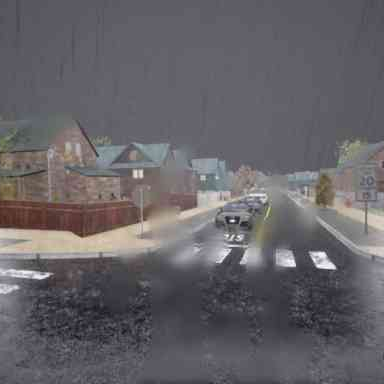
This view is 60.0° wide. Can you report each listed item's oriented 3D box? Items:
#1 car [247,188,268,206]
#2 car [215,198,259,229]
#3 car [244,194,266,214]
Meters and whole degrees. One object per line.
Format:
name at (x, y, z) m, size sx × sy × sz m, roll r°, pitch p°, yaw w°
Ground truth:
car at (7.948, 0.583, 40.058) m, size 2.150 × 2.045 × 5.566 m, roll -1°, pitch 1°, yaw 14°
car at (2.555, 1.275, 18.970) m, size 1.994 × 1.385 × 4.181 m, roll -1°, pitch 1°, yaw 14°
car at (5.016, 1.118, 28.603) m, size 1.994 × 1.385 × 4.181 m, roll -1°, pitch 1°, yaw 14°
